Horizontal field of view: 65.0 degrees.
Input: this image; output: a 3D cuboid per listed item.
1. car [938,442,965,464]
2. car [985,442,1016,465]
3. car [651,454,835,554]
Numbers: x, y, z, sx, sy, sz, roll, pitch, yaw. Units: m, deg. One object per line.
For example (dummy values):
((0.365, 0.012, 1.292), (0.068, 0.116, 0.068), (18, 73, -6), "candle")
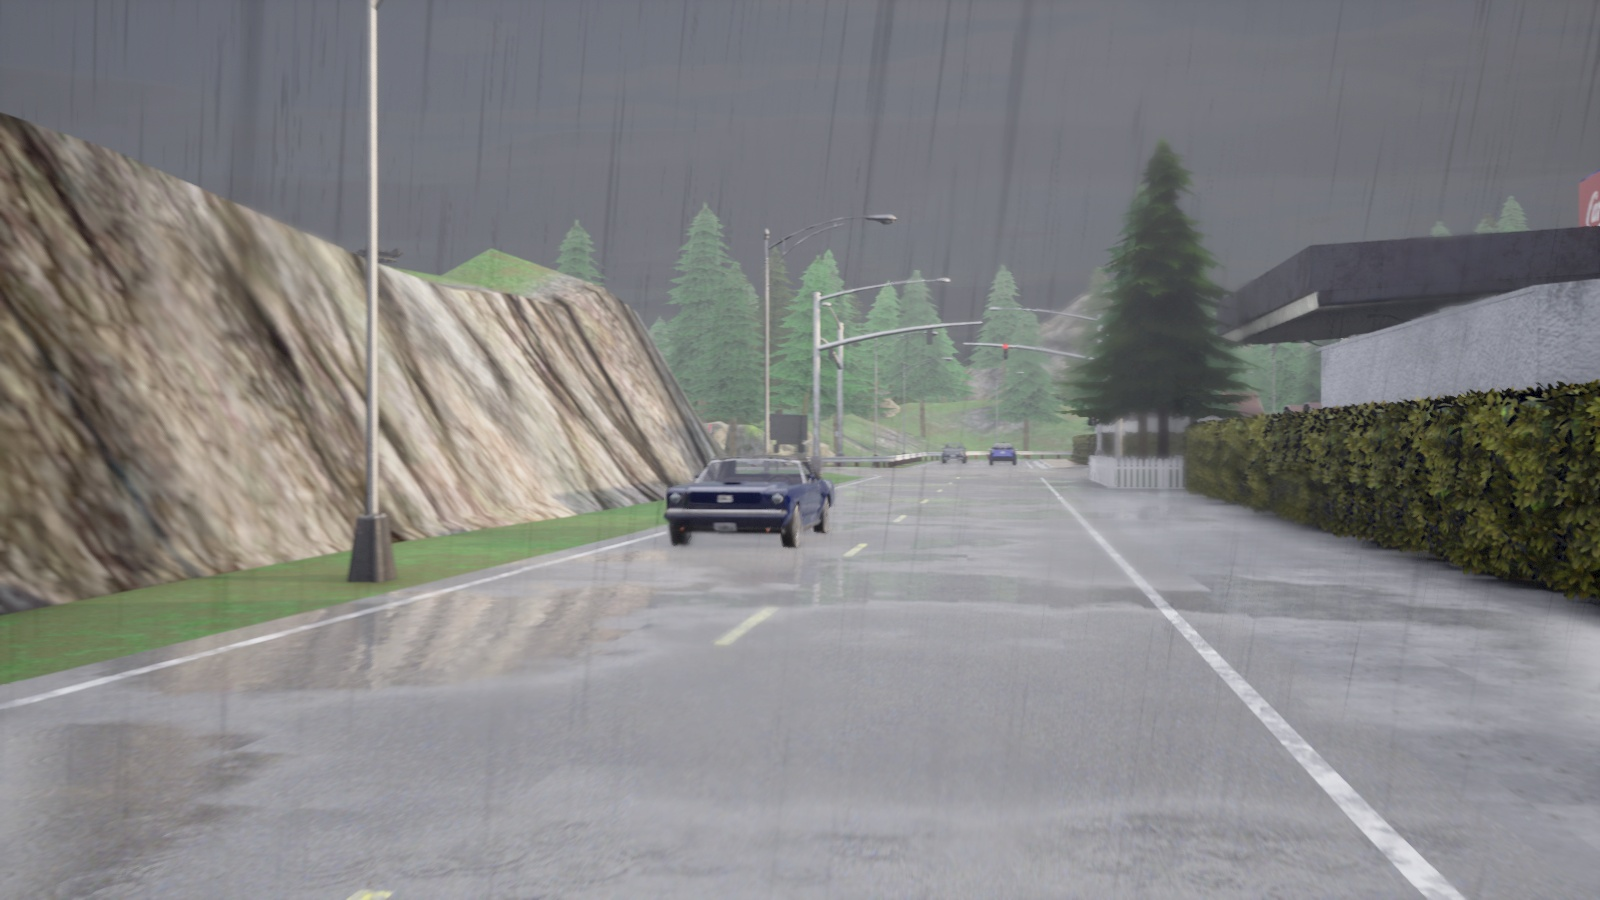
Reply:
((10.978, 0.231, 90.894), (1.789, 1.549, 3.705), (0, 0, 9), "car")
((13.660, 0.234, 85.607), (2.007, 1.525, 4.514), (0, 0, 9), "car")
((-0.725, 0.736, 19.345), (1.895, 1.301, 4.718), (0, 0, 9), "car")
